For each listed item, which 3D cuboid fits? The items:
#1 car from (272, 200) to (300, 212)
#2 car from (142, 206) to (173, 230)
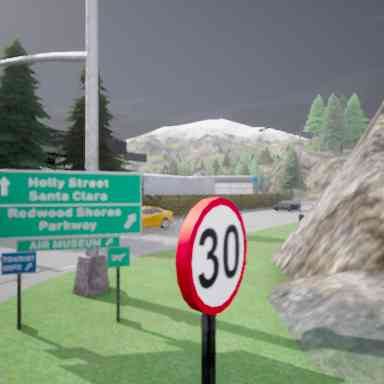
[{"bbox_3d":[11.890,1.718,41.512,2.033,1.411,5.357,0,0,37],"label":"car"},{"bbox_3d":[-3.282,1.648,20.750,1.882,1.535,5.008,0,1,36],"label":"car"}]
